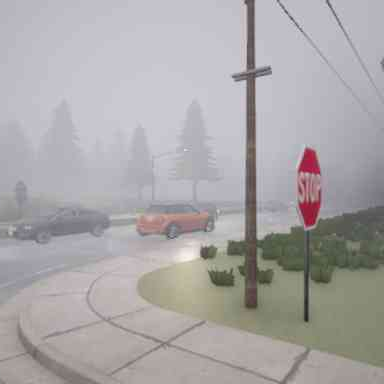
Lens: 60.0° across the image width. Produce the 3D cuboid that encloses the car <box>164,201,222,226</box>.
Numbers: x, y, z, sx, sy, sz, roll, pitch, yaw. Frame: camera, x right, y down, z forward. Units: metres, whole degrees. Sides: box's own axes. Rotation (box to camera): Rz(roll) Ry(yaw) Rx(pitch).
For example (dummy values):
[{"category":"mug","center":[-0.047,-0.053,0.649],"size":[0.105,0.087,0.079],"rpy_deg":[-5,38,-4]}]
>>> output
[{"category":"car","center":[0.208,1.507,24.842],"size":[1.837,1.490,4.892],"rpy_deg":[0,0,36]}]

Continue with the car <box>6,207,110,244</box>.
[{"category":"car","center":[-6.251,1.495,16.116],"size":[2.128,1.511,4.902],"rpy_deg":[0,0,37]}]

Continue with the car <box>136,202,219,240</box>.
[{"category":"car","center":[-0.710,1.354,17.444],"size":[2.097,1.767,4.553],"rpy_deg":[0,0,37]}]

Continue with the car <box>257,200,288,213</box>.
[{"category":"car","center":[8.825,1.604,36.461],"size":[1.895,1.301,4.718],"rpy_deg":[0,0,37]}]
